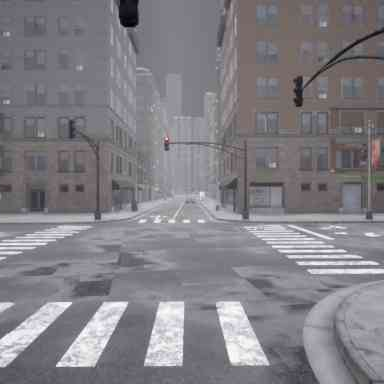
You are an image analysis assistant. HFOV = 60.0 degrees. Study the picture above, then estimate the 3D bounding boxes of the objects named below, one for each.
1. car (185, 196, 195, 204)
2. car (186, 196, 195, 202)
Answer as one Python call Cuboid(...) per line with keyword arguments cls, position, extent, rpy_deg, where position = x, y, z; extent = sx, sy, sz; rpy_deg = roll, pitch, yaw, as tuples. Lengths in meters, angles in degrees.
Cuboid(cls="car", position=(-0.300, 1.649, 63.675), extent=(1.895, 1.301, 4.718), rpy_deg=(0, 0, 0))
Cuboid(cls="car", position=(-0.368, 1.484, 73.679), extent=(1.895, 1.301, 4.718), rpy_deg=(0, 0, 0))
